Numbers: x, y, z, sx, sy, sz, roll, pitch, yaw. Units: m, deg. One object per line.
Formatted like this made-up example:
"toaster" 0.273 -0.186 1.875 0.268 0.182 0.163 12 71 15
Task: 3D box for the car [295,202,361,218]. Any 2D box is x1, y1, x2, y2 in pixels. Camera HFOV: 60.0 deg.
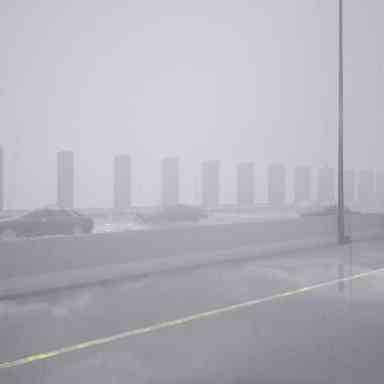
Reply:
"car" 9.297 1.601 22.620 4.718 1.301 1.895 0 0 -33

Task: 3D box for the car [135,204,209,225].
"car" -1.347 1.547 24.060 5.357 1.411 2.033 0 0 -33

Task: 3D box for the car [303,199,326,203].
"car" 13.770 1.525 37.822 4.674 1.442 1.812 0 0 -32

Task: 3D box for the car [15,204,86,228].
"car" -9.646 1.564 22.748 4.181 1.385 1.994 0 0 -34

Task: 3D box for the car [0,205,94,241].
"car" -7.231 1.506 15.965 4.892 1.490 1.837 0 0 -34
